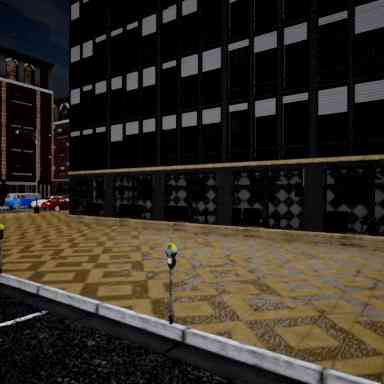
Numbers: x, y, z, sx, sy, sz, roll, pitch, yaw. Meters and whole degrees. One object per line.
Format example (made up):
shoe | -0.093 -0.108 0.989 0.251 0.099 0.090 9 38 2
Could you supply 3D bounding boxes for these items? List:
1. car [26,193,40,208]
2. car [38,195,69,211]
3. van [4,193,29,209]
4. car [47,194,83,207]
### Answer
car | -16.828 1.213 39.914 1.812 1.442 4.674 0 1 35
car | -13.557 1.268 35.117 1.887 1.381 4.507 1 1 35
van | -20.036 1.049 39.598 1.690 1.788 3.998 1 1 35
car | -16.802 1.079 44.240 1.967 1.590 4.097 1 1 35
